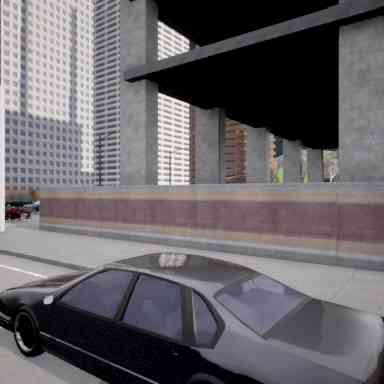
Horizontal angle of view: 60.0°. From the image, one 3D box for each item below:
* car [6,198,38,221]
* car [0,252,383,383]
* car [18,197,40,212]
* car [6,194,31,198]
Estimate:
[{"bbox_3d":[-14.533,1.477,24.699,1.882,1.535,5.008,0,0,35],"label":"car"},{"bbox_3d":[-0.411,1.547,4.285,5.357,1.411,2.033,0,0,35],"label":"car"},{"bbox_3d":[-15.732,1.526,35.357,1.812,1.442,4.674,0,0,36],"label":"car"},{"bbox_3d":[-19.873,1.221,35.634,2.150,2.045,5.566,0,0,36],"label":"car"}]
